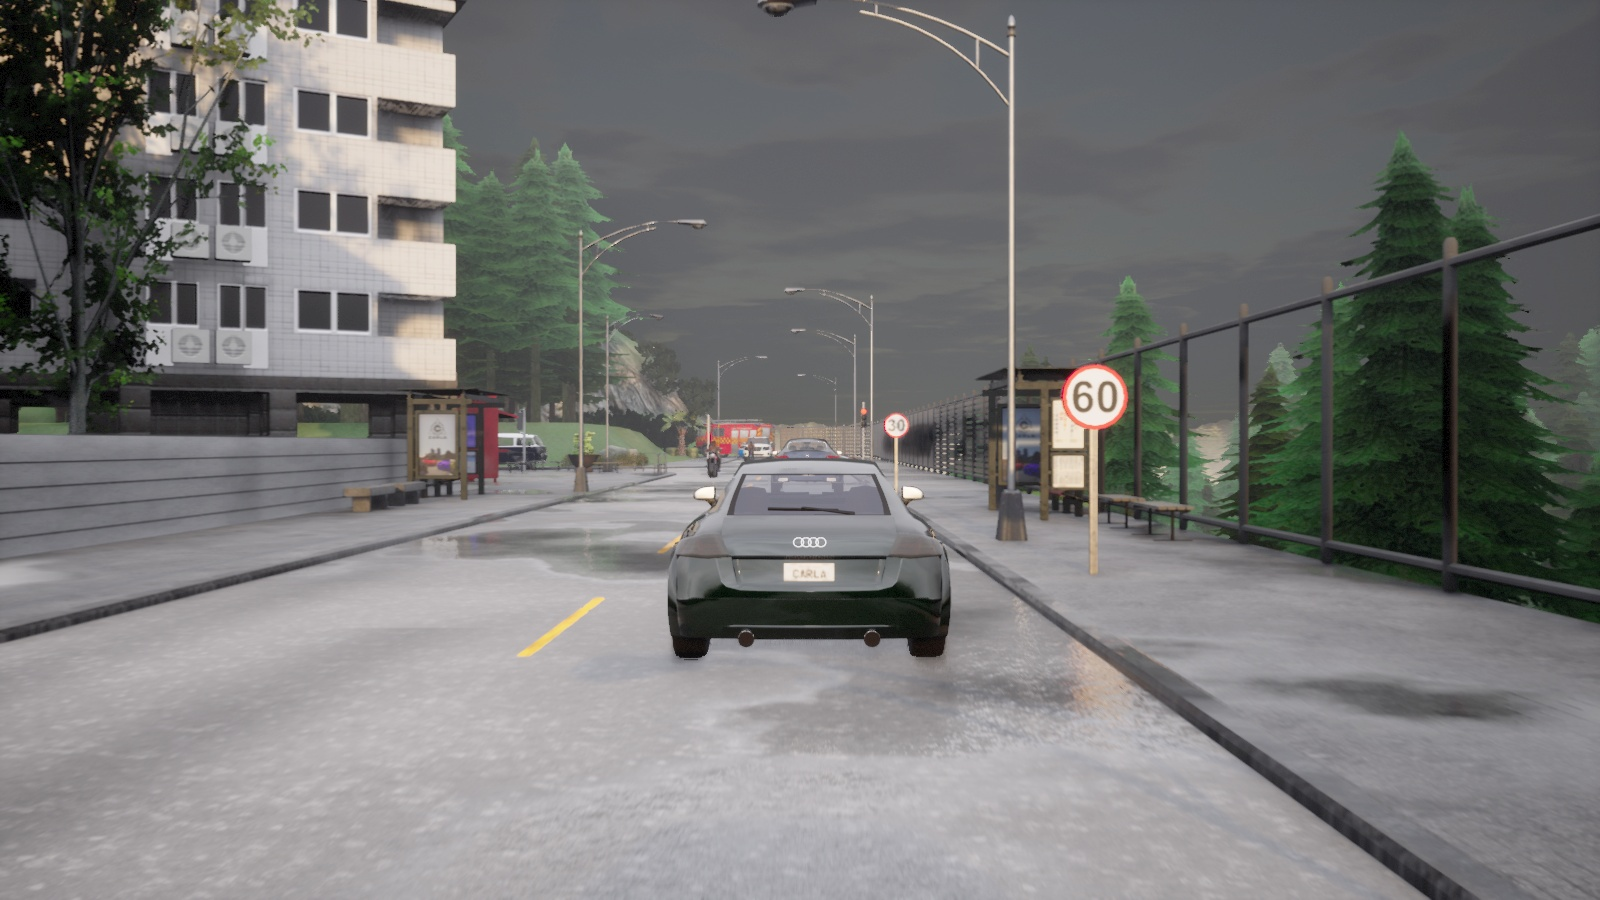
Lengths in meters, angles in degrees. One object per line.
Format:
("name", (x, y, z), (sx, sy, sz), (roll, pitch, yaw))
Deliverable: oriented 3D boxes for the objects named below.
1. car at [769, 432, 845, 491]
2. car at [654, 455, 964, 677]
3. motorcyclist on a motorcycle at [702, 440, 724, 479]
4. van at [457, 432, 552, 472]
("car", (0.217, 0.312, 37.868), (2.152, 1.651, 5.027), (0, 0, 0))
("car", (0.070, 0.753, 10.161), (1.994, 1.385, 4.181), (0, 0, 0))
("motorcyclist on a motorcycle", (-3.699, 0.392, 53.634), (0.766, 1.649, 2.350), (0, 0, 0))
("van", (-15.428, 0.087, 65.731), (4.480, 2.038, 2.069), (0, 0, 0))
